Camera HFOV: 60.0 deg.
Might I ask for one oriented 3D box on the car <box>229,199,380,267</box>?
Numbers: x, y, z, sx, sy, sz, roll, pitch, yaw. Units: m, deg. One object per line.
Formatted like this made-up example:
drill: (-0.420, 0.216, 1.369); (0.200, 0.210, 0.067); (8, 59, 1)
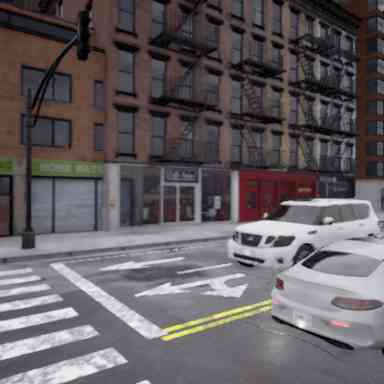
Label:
car: (3.701, 1.246, 10.337); (5.566, 2.045, 2.150); (0, 0, -36)

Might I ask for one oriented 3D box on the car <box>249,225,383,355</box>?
car: (3.362, 1.542, 5.849); (4.674, 1.442, 1.812); (0, 0, -36)
